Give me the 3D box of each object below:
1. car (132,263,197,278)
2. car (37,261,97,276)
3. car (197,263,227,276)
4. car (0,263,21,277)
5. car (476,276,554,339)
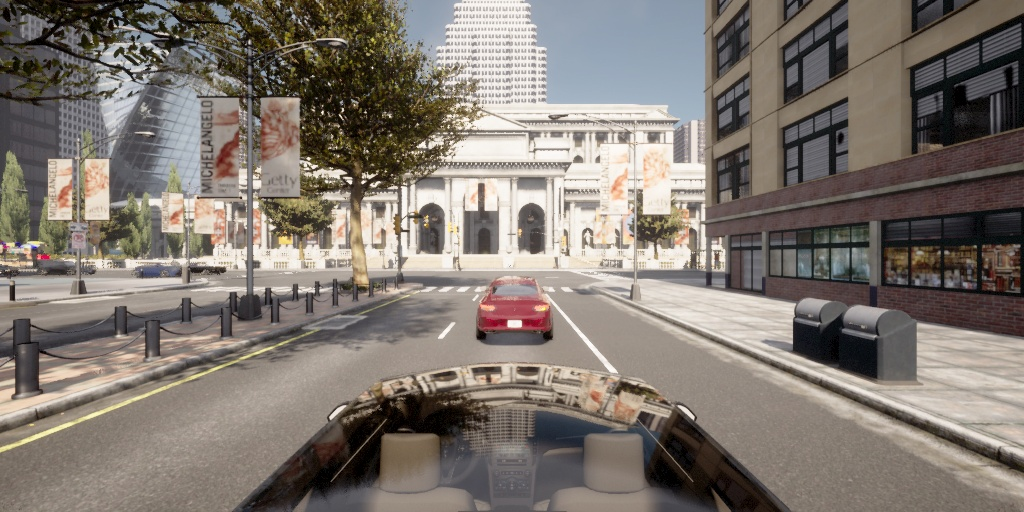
[{"bbox_3d":[-32.563,1.314,33.364,4.181,1.385,1.994,0,0,0],"label":"car"},{"bbox_3d":[-45.753,1.275,36.882,4.674,1.442,1.812,0,0,0],"label":"car"},{"bbox_3d":[-32.218,1.351,36.867,4.718,1.301,1.895,0,0,0],"label":"car"},{"bbox_3d":[-49.044,1.257,33.333,4.892,1.490,1.837,-1,0,-1],"label":"car"},{"bbox_3d":[0.074,1.276,9.929,1.812,1.442,4.674,0,0,0],"label":"car"}]
